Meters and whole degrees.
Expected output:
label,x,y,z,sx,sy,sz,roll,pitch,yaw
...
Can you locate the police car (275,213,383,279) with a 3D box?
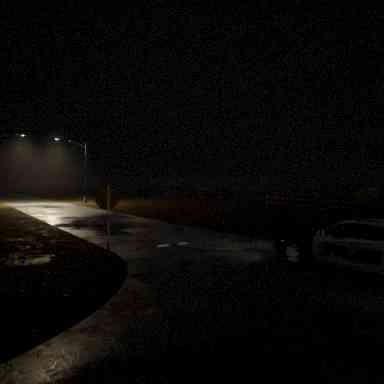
label,x,y,z,sx,sy,sz,roll,pitch,yaw
police car,4.623,1.395,9.122,1.930,1.638,5.238,0,1,-35
